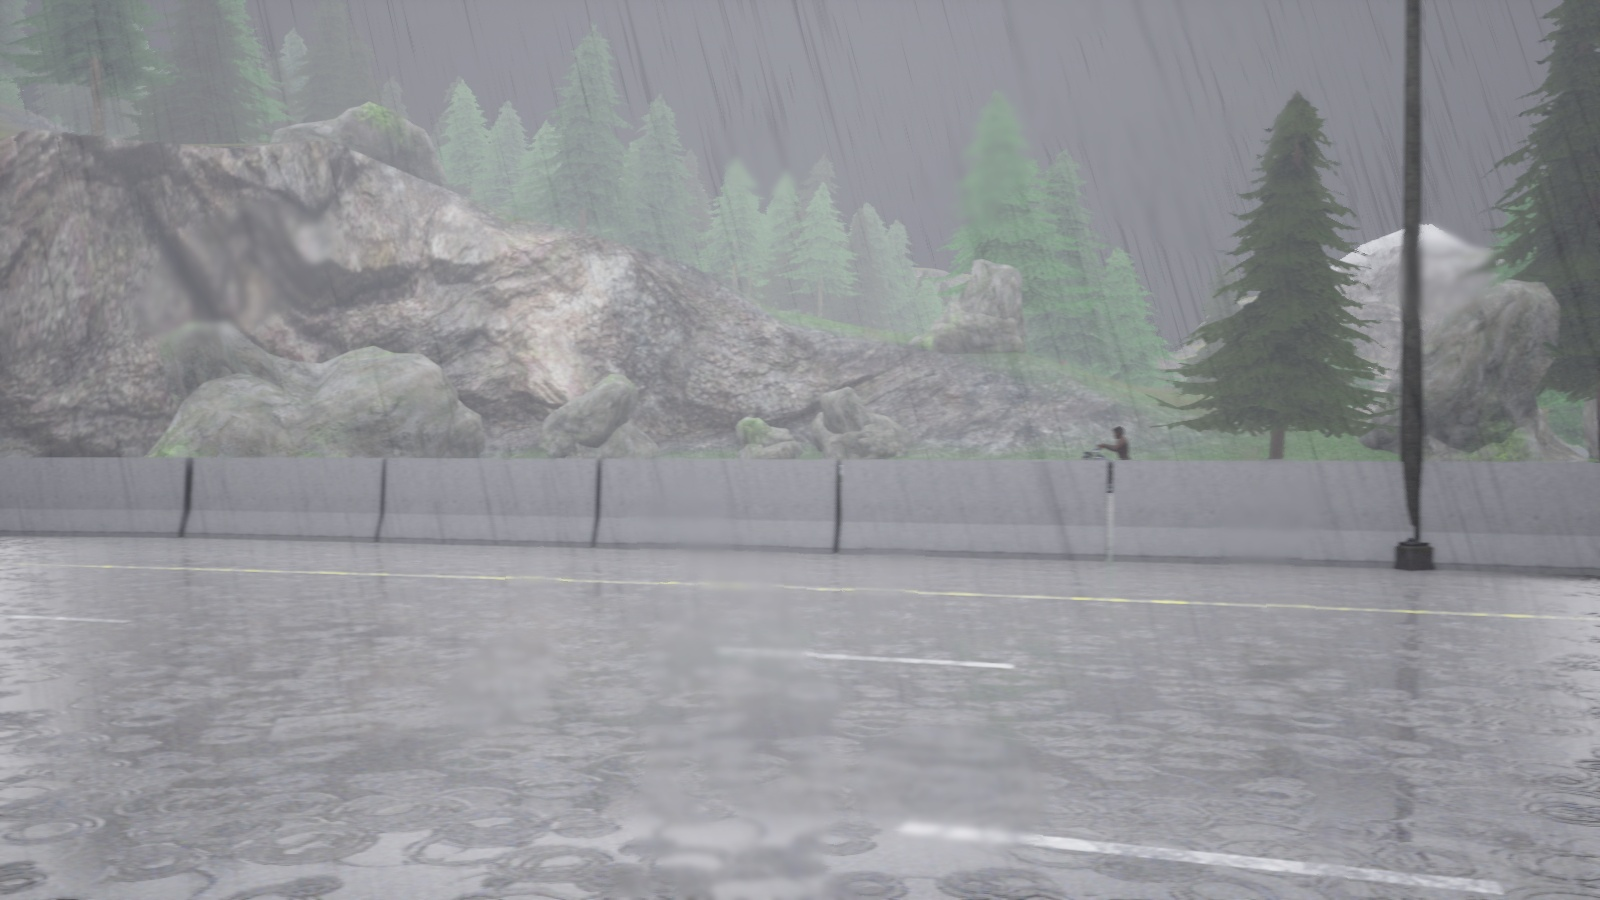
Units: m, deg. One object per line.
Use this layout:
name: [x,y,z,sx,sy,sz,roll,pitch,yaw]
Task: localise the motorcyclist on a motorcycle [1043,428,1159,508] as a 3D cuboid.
motorcyclist on a motorcycle: [6.447,0.361,26.915,2.350,1.649,0.766,0,2,18]
